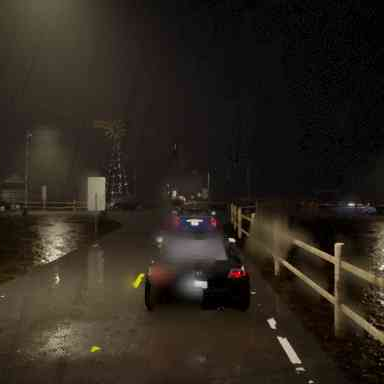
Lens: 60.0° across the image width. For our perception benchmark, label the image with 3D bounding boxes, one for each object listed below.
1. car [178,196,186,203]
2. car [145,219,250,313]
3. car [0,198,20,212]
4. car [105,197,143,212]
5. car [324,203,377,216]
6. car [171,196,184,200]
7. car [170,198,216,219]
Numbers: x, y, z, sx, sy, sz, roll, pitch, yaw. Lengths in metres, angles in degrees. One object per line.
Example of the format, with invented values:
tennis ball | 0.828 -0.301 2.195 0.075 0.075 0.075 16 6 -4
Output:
car | -2.611 1.873 84.106 1.882 1.535 5.008 0 0 0
car | 0.110 1.573 7.749 1.994 1.385 4.181 0 0 0
car | -20.255 1.292 34.093 4.892 1.490 1.837 1 -2 0
car | -8.170 1.431 39.840 4.553 1.767 2.097 1 -2 -41
car | 17.908 1.950 37.662 5.357 1.411 2.033 1 -2 0
car | -2.752 1.795 56.199 1.895 1.301 4.718 0 0 0
car | 0.122 1.380 16.392 2.097 1.767 4.553 0 0 0
